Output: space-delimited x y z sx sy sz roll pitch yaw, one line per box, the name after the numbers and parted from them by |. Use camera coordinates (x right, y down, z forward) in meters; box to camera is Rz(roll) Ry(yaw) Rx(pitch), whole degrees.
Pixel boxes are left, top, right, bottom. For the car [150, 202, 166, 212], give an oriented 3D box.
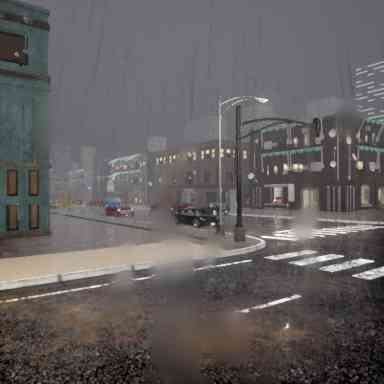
-4.142 1.966 44.894 1.802 1.307 4.206 -1 0 -35 | car

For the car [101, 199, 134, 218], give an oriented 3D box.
-7.787 1.846 35.533 1.967 1.590 4.097 -1 0 -35 | car

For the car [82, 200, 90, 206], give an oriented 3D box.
-20.134 2.227 67.483 1.887 1.381 4.507 -1 0 -35 | car

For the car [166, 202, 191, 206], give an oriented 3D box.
-0.945 1.903 40.377 1.802 1.307 4.206 -2 0 -35 | car

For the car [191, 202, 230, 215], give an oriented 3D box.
2.252 1.809 35.859 2.008 1.369 4.403 -2 0 -35 | car

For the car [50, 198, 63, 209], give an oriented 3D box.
-23.677 2.232 57.983 1.752 1.417 4.829 -1 0 -35 | car

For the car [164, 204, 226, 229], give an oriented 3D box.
0.134 1.814 24.137 1.947 1.339 4.313 -1 0 -35 | car

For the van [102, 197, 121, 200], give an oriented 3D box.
-13.743 1.906 58.447 1.690 1.788 3.998 -1 0 -35 | van

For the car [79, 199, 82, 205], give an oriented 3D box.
-26.530 2.363 76.519 1.947 1.339 4.313 -1 0 -35 | car

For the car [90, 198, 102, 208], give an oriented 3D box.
-16.942 1.939 62.965 2.192 1.841 5.009 -1 0 -35 | car
